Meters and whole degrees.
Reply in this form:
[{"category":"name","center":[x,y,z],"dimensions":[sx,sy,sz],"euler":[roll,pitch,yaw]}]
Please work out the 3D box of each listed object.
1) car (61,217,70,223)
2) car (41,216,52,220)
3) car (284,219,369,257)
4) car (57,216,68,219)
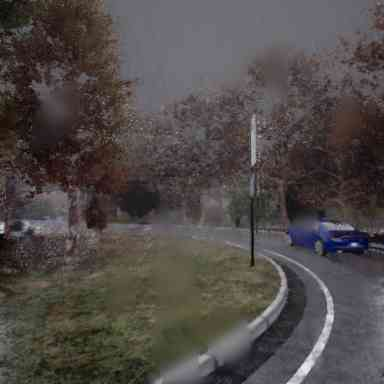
[{"category":"car","center":[-33.847,7.429,88.930],"dimensions":[1.837,1.490,4.892],"euler":[0,-6,-16]},{"category":"car","center":[-34.067,6.395,77.997],"dimensions":[1.882,1.535,5.008],"euler":[0,-6,-18]},{"category":"car","center":[6.157,2.041,15.878],"dimensions":[1.882,1.535,5.008],"euler":[1,-2,-9]},{"category":"car","center":[-30.075,6.245,76.997],"dimensions":[1.994,1.385,4.181],"euler":[0,-6,-18]}]
